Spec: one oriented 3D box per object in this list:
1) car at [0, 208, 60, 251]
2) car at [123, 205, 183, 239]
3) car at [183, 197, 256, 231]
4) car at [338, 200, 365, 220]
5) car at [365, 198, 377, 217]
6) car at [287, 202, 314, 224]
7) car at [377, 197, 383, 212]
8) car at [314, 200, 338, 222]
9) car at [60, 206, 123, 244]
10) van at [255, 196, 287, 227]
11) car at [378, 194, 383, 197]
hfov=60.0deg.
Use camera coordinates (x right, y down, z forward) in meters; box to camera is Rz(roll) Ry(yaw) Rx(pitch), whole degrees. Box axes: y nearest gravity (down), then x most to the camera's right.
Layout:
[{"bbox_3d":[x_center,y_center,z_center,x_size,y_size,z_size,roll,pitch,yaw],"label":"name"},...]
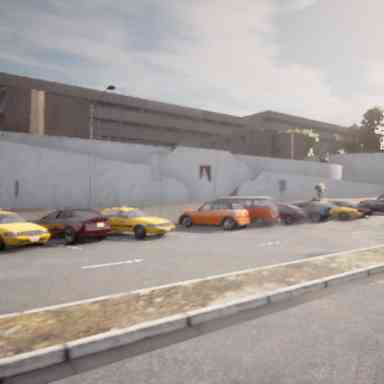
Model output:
[{"bbox_3d":[-8.214,1.491,14.238,5.366,1.575,1.946,-1,-1,35],"label":"car"},{"bbox_3d":[-3.354,1.511,17.700,5.366,1.575,1.946,-1,-1,35],"label":"car"},{"bbox_3d":[1.374,1.404,21.248,4.553,1.767,2.185,-1,-1,34],"label":"car"},{"bbox_3d":[11.232,1.502,28.094,5.366,1.575,1.946,-1,-1,35],"label":"car"},{"bbox_3d":[13.533,1.520,29.910,4.792,1.488,2.163,-1,-1,35],"label":"car"},{"bbox_3d":[6.215,1.568,24.724,4.674,1.452,2.002,-1,0,35],"label":"car"},{"bbox_3d":[18.371,1.482,33.386,4.674,1.452,2.002,-1,0,35],"label":"car"},{"bbox_3d":[8.618,1.553,26.475,4.792,1.488,2.163,-1,0,35],"label":"car"},{"bbox_3d":[-5.964,1.536,16.086,4.792,1.488,2.163,-1,-1,35],"label":"car"},{"bbox_3d":[3.885,1.306,22.941,4.442,1.987,1.878,-1,-1,35],"label":"van"},{"bbox_3d":[20.769,1.162,35.136,5.566,2.045,2.435,-1,0,35],"label":"car"}]
